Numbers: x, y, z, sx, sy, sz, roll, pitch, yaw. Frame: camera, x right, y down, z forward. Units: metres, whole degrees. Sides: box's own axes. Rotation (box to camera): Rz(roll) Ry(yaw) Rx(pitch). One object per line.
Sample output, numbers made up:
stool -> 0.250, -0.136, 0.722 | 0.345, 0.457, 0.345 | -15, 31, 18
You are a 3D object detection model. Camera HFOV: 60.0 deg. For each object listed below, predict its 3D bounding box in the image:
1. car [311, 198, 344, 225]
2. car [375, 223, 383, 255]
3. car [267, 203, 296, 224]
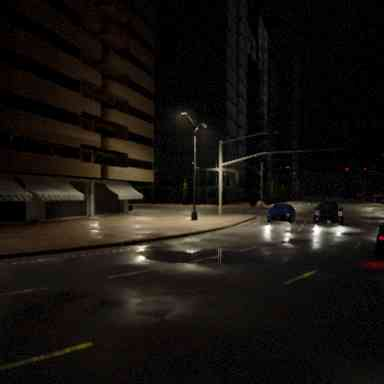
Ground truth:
car -> 10.849, 1.588, 26.455 | 2.097, 1.767, 4.553 | 0, 0, 22
car -> 8.488, 1.688, 13.295 | 2.033, 1.411, 5.357 | 0, 0, 33
car -> 7.441, 1.700, 27.380 | 1.882, 1.535, 5.008 | 0, -1, 22
